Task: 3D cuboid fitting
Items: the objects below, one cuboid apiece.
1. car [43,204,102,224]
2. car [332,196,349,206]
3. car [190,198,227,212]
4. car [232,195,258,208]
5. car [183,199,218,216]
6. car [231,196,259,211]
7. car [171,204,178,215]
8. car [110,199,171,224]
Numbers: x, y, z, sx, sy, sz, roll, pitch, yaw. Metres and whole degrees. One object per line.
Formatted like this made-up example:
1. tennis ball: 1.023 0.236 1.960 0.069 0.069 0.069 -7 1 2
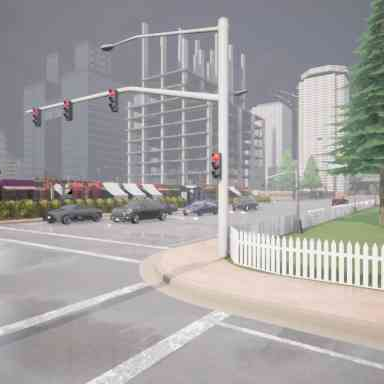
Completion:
1. car: -8.699 1.564 24.463 1.994 1.385 4.181 0 0 34
2. car: 23.981 1.478 53.722 1.882 1.535 5.008 0 0 34
3. car: 2.114 1.547 40.463 2.033 1.411 5.357 0 0 34
4. car: 7.809 1.352 48.821 2.097 1.767 4.553 0 0 34
5. car: 0.959 1.526 32.484 1.812 1.442 4.674 0 0 34
6. car: 6.587 1.505 40.815 1.837 1.490 4.892 0 0 34
7. car: -3.524 1.547 32.122 2.033 1.411 5.357 0 0 34
8. car: -3.986 1.352 25.185 2.097 1.767 4.553 0 0 34
